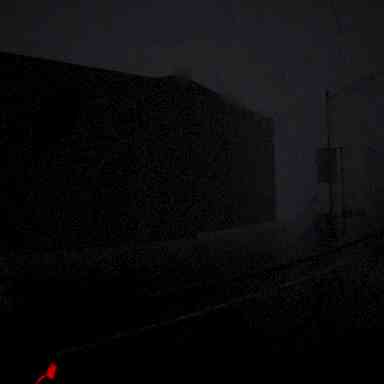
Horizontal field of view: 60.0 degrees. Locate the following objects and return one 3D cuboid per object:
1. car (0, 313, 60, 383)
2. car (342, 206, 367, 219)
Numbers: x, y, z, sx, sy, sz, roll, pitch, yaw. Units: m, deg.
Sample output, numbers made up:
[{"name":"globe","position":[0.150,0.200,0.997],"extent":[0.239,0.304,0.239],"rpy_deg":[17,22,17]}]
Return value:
[{"name":"car","position":[-3.072,1.578,2.099],"extent":[4.181,1.385,1.994],"rpy_deg":[0,0,-36]},{"name":"car","position":[21.339,2.647,43.887],"extent":[1.882,1.535,5.008],"rpy_deg":[-3,-3,7]}]
